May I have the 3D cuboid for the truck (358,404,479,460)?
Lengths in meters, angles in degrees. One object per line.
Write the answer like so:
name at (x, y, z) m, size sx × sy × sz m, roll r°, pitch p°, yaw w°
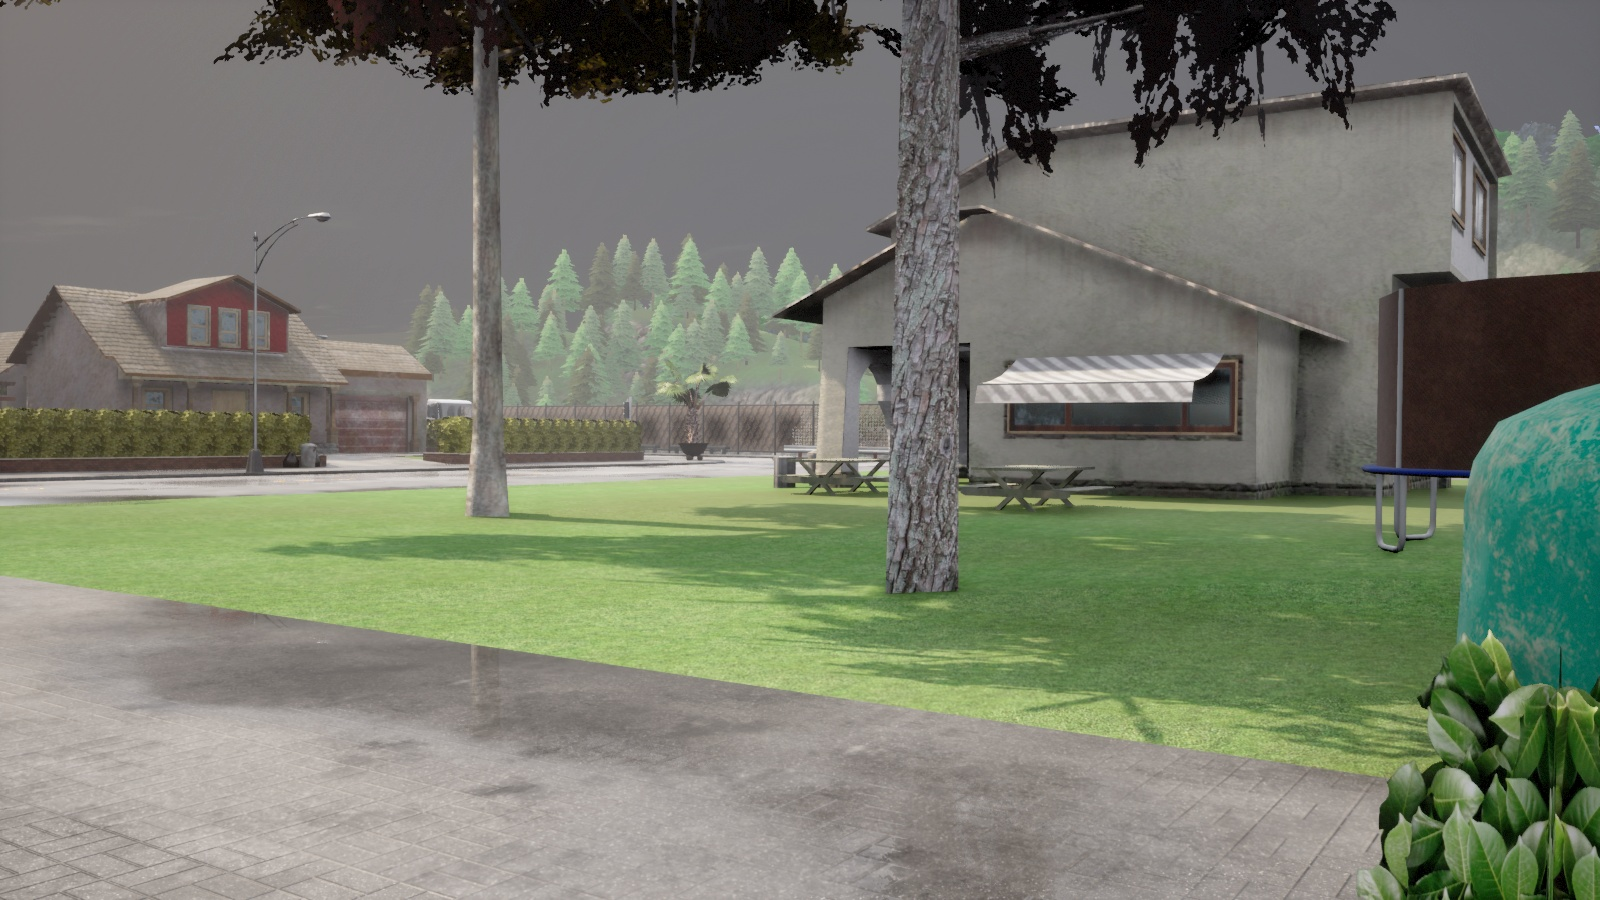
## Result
truck at (-24.303, -1.120, 79.790) m, size 7.936 × 3.462 × 2.891 m, roll 0°, pitch 1°, yaw 33°
